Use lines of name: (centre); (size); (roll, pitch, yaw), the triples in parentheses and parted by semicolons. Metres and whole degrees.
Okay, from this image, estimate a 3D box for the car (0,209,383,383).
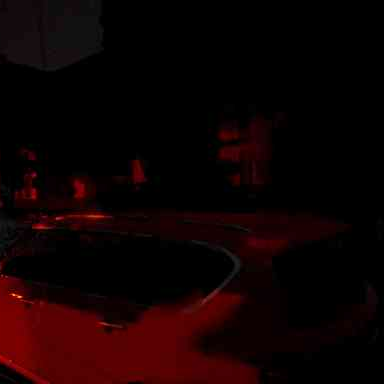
car: (-0.852, 1.235, 3.925); (5.566, 2.045, 2.435); (0, 0, 36)
